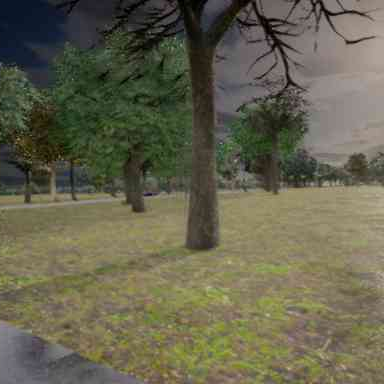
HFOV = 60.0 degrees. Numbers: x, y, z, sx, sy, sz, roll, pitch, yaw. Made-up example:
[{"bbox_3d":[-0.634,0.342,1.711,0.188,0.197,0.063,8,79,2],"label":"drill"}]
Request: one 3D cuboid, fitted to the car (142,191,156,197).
[{"bbox_3d":[-9.634,0.430,68.468,1.895,1.301,4.718,-2,1,38],"label":"car"}]
